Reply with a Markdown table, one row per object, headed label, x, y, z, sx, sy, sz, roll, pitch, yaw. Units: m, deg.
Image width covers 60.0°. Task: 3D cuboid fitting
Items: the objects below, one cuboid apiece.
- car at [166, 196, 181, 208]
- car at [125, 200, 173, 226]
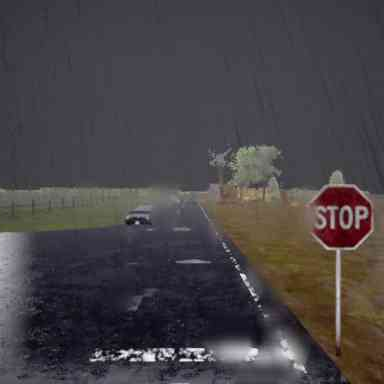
| label | x | y | z | sx | sy | sz | roll | pitch | yaw |
| --- | --- | --- | --- | --- | --- | --- | --- | --- | --- |
| car | -2.776 | 1.344 | 49.191 | 2.097 | 1.767 | 4.553 | 0 | 0 | 0 |
| car | -3.060 | 1.550 | 23.487 | 2.033 | 1.411 | 5.357 | 0 | 0 | 8 |
